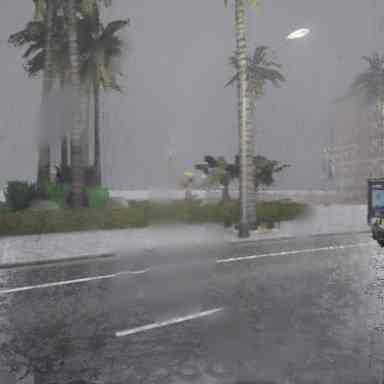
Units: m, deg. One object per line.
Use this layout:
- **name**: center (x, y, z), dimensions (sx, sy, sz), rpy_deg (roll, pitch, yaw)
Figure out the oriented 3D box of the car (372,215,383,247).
- **car**: center (9.560, 1.141, 12.779), dimensions (5.566, 2.045, 2.150), rpy_deg (0, 0, -23)
